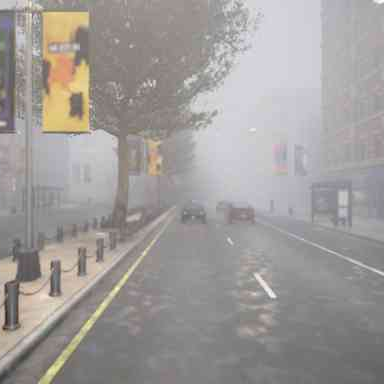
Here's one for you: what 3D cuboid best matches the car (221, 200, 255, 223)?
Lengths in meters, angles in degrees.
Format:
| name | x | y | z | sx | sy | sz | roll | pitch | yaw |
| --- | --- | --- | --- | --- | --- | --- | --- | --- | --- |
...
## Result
| name | x | y | z | sx | sy | sz | roll | pitch | yaw |
| --- | --- | --- | --- | --- | --- | --- | --- | --- | --- |
| car | 3.575 | 1.493 | 25.588 | 1.882 | 1.535 | 5.008 | 0 | 0 | 0 |

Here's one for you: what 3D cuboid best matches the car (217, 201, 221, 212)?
| name | x | y | z | sx | sy | sz | roll | pitch | yaw |
| --- | --- | --- | --- | --- | --- | --- | --- | --- | --- |
| car | 4.034 | 1.588 | 39.307 | 1.994 | 1.385 | 4.181 | 0 | 0 | 9 |

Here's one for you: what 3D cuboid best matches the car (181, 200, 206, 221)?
| name | x | y | z | sx | sy | sz | roll | pitch | yaw |
| --- | --- | --- | --- | --- | --- | --- | --- | --- | --- |
| car | 0.105 | 1.617 | 26.985 | 1.895 | 1.301 | 4.718 | 0 | 0 | 0 |
